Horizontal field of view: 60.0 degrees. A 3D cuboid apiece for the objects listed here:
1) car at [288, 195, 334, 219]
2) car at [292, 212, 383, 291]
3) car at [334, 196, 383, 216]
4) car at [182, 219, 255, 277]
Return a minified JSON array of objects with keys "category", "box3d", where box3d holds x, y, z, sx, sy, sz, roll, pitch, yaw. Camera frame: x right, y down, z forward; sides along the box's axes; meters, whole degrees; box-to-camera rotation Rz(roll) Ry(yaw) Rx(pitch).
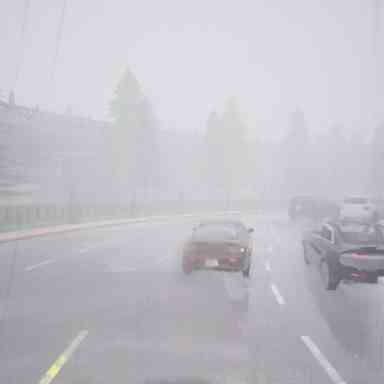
[{"category":"car","box3d":[9.799,1.291,26.358,5.566,2.045,2.150,0,-1,-44]},{"category":"car","box3d":[4.182,1.517,8.902,2.128,1.511,4.902,0,0,9]},{"category":"car","box3d":[13.096,1.286,24.670,5.566,2.045,2.150,0,-1,-41]},{"category":"car","box3d":[0.922,1.553,10.331,1.812,1.442,4.674,0,0,11]}]
